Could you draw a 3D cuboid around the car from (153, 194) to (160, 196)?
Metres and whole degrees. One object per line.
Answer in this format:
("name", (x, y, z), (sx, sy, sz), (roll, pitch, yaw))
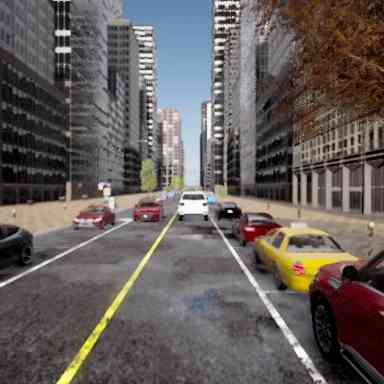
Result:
("car", (-5.673, 1.291, 42.532), (1.947, 1.339, 4.313), (0, 0, 0))

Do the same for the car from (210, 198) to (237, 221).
("car", (2.700, 1.402, 25.524), (1.947, 1.339, 4.313), (0, 0, 0))

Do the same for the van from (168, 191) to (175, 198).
("van", (-5.651, 0.716, 93.544), (1.690, 1.788, 3.998), (0, 0, 0))

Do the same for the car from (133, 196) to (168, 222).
("car", (-3.089, 1.320, 24.521), (1.882, 1.535, 5.008), (0, 0, 0))

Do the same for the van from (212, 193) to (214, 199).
("van", (2.712, 0.991, 53.863), (1.690, 1.788, 3.998), (0, 0, 0))

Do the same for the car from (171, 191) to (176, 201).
("car", (-2.976, 1.111, 66.070), (2.033, 1.411, 5.357), (0, 0, 0))

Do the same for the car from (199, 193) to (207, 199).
("car", (2.725, 1.022, 82.205), (1.947, 1.339, 4.313), (0, 0, 0))

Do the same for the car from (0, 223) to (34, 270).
("car", (-5.687, 1.511, 8.524), (1.947, 1.339, 4.313), (0, 0, 0))

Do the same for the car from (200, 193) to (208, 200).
("car", (2.722, 1.040, 76.537), (1.887, 1.381, 4.507), (0, 0, 0))

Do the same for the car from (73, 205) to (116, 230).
("car", (-5.682, 1.454, 19.861), (1.802, 1.307, 4.206), (0, 0, 0))

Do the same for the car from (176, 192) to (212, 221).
("car", (0.111, 1.049, 25.816), (2.150, 2.045, 5.566), (0, 0, 0))

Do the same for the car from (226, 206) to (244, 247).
("car", (2.696, 1.491, 14.188), (1.802, 1.307, 4.206), (0, 0, 0))

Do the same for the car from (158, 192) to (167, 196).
("car", (-5.668, 1.090, 53.868), (1.967, 1.590, 4.097), (0, 0, 0))

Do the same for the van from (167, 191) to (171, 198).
("van", (-5.663, 0.914, 65.203), (1.690, 1.788, 3.998), (0, 0, 0))

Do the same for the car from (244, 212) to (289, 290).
("car", (2.693, 1.469, 8.690), (1.752, 1.417, 4.829), (0, 0, 0))

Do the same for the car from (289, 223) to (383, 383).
("car", (2.690, 1.296, 2.850), (2.192, 1.841, 5.009), (0, 0, 0))

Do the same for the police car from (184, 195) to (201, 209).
("police car", (0.113, 1.228, 42.394), (2.038, 1.542, 4.974), (0, 0, 0))
